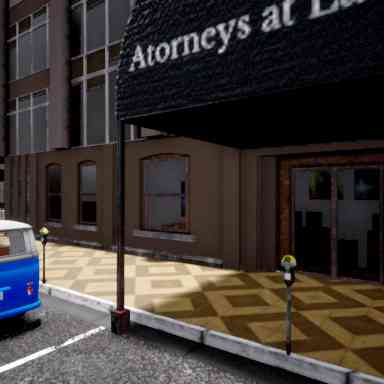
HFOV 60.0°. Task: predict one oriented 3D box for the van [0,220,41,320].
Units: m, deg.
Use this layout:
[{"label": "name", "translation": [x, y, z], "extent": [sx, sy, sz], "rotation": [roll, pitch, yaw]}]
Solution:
[{"label": "van", "translation": [-4.455, 1.341, 6.043], "extent": [3.998, 1.788, 1.690], "rotation": [0, 0, 35]}]
